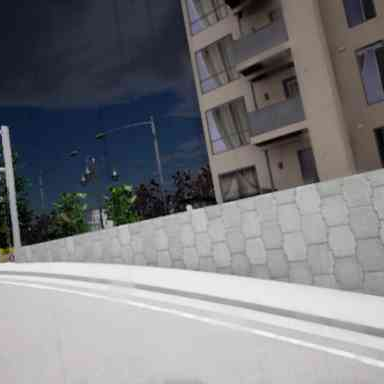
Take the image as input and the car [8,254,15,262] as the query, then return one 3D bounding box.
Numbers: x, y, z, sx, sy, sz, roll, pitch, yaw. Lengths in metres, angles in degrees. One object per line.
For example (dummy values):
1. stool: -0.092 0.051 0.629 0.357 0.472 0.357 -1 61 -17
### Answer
1. car: -14.816 5.679 31.140 1.994 1.385 4.181 -14 -8 35
